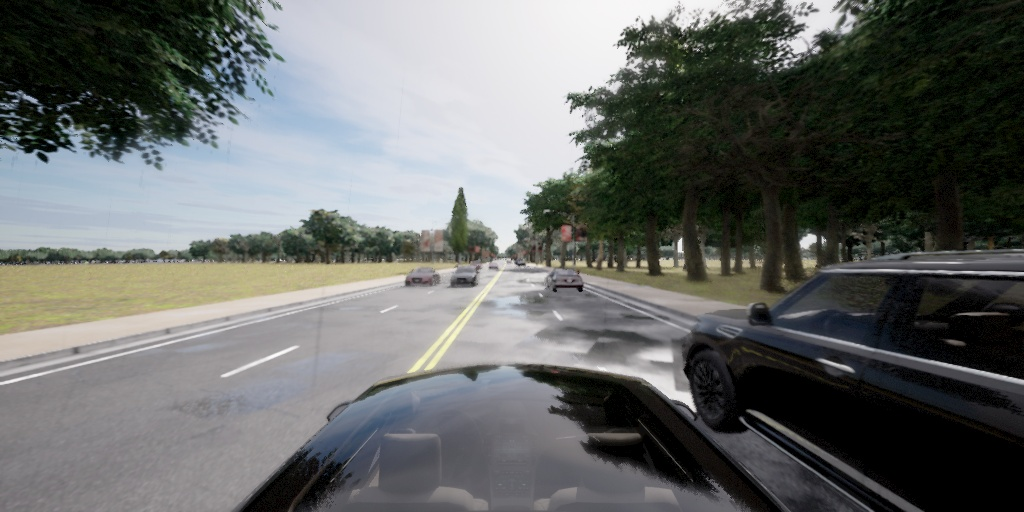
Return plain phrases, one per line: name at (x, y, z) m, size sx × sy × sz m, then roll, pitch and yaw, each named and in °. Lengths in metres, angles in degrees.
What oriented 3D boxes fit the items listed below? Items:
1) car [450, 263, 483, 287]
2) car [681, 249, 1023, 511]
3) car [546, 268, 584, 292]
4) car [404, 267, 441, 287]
car at (-3.385, 1.488, 26.703) m, size 1.837 × 1.490 × 4.892 m, roll 0°, pitch -1°, yaw 0°
car at (3.325, 0.981, 2.430) m, size 2.150 × 2.045 × 5.566 m, roll 0°, pitch 0°, yaw 0°
car at (3.318, 1.498, 23.158) m, size 2.033 × 1.411 × 5.357 m, roll 0°, pitch -1°, yaw 0°
car at (-6.636, 1.550, 27.066) m, size 1.994 × 1.385 × 4.181 m, roll 0°, pitch -1°, yaw 0°
